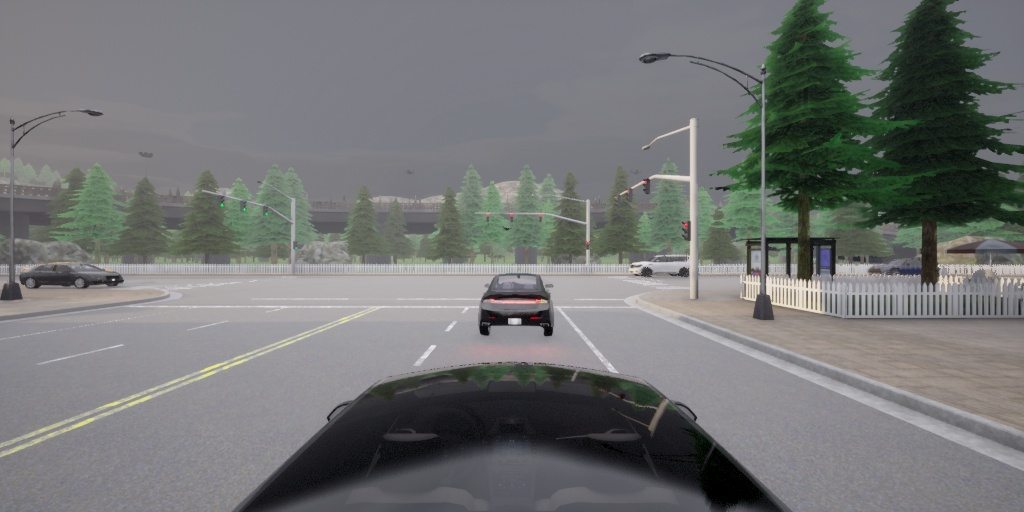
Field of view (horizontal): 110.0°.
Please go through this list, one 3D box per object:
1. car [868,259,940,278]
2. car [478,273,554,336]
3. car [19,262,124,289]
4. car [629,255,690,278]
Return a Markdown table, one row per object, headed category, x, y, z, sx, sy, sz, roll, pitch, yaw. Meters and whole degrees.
| category | x | y | z | sx | sy | sz | roll | pitch | yaw |
| --- | --- | --- | --- | --- | --- | --- | --- | --- | --- |
| car | 34.626 | 1.046 | 31.823 | 4.553 | 1.767 | 2.097 | 0 | 0 | 6 |
| car | 0.181 | 1.242 | 10.394 | 2.128 | 1.511 | 4.902 | 0 | 0 | 3 |
| car | -26.753 | 1.199 | 21.863 | 4.892 | 1.490 | 1.837 | 0 | 0 | 0 |
| car | 13.552 | 0.915 | 32.427 | 5.566 | 2.045 | 2.150 | 0 | 0 | 1 |
